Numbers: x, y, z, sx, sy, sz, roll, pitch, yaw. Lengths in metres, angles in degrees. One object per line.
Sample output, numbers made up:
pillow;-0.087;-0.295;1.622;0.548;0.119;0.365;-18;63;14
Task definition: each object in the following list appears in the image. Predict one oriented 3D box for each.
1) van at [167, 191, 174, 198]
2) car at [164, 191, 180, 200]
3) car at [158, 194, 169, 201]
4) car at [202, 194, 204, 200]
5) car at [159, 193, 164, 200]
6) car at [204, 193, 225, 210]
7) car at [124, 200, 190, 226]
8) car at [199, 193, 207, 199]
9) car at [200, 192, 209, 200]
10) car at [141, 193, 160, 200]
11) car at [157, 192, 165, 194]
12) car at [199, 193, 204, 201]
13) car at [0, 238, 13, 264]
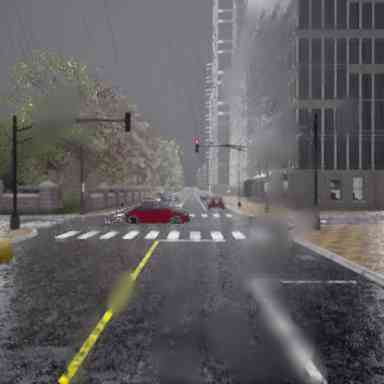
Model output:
van;-5.707;0.661;89.240;1.690;1.788;3.998;0;1;0
car;-3.062;1.078;56.967;2.128;1.511;4.902;0;0;1
car;-5.704;1.095;66.509;1.802;1.307;4.206;0;0;0
car;2.682;1.248;43.783;1.947;1.339;4.313;0;0;0
car;-5.700;1.192;49.461;2.008;1.369;4.403;0;0;0
car;2.684;1.164;38.102;1.967;1.590;4.097;0;0;0
car;-2.208;1.409;21.401;4.181;1.385;1.994;0;0;1
car;2.674;0.895;83.723;1.752;1.417;4.829;0;1;0
car;2.677;0.908;72.187;1.967;1.590;4.097;0;0;0
car;-5.698;1.227;43.778;1.887;1.381;4.507;0;0;0
car;-5.701;0.872;60.825;2.192;1.841;5.009;0;0;0
car;2.677;1.079;66.507;1.947;1.339;4.313;0;0;0
car;-5.819;1.472;7.208;1.752;1.417;4.829;0;0;0
